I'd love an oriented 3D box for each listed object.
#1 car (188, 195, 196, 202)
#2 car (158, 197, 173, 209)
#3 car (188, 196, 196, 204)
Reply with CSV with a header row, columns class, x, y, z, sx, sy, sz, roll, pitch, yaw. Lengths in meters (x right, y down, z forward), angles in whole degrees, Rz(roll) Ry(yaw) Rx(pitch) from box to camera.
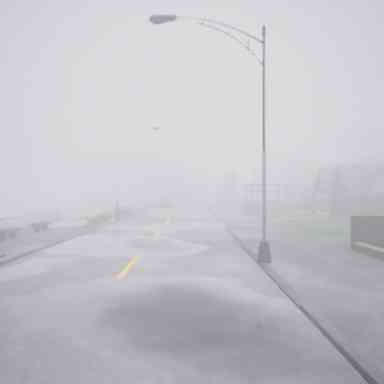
class,x,y,z,sx,sy,sz,roll,pitch,yaw
car,0.018,1.712,84.178,2.097,1.767,4.553,0,0,0
car,-3.990,1.616,50.578,2.097,1.767,4.553,0,0,0
car,0.016,1.857,73.788,1.882,1.535,5.008,0,0,0
